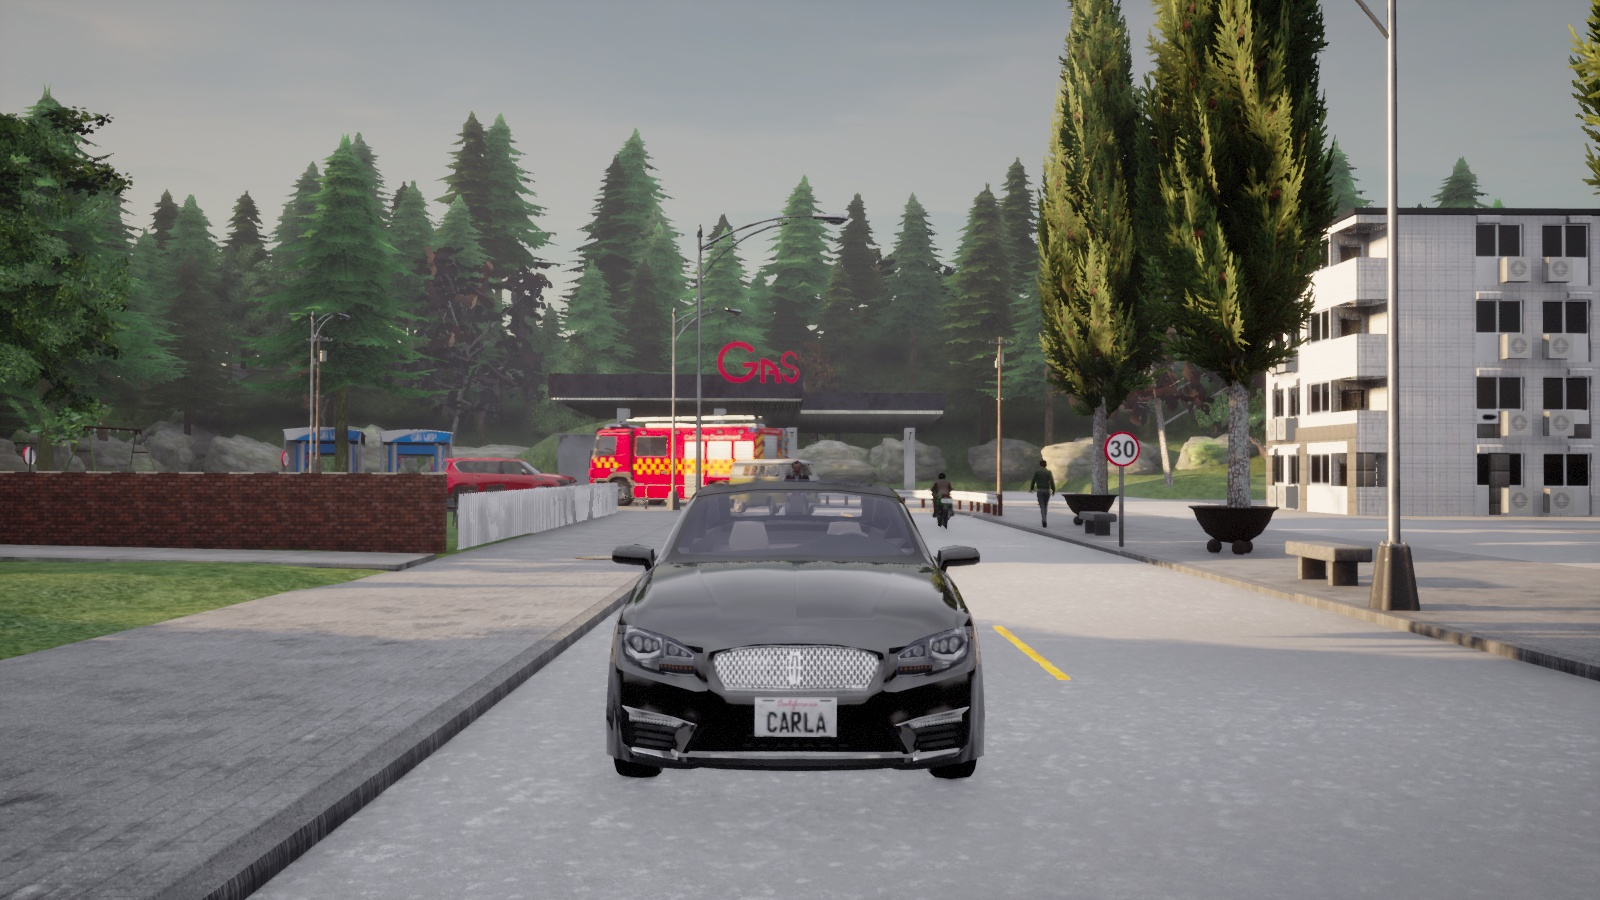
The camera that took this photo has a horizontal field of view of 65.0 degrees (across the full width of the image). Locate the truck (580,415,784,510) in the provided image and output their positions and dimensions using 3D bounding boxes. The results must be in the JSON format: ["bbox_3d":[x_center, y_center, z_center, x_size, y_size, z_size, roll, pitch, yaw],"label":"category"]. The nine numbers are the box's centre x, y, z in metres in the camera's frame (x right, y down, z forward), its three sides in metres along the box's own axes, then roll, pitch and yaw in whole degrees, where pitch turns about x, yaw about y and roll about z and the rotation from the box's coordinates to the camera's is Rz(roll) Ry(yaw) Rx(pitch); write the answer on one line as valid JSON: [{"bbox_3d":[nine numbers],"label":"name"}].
[{"bbox_3d":[-5.103,0.568,53.695,8.468,3.827,2.891,-1,-1,27],"label":"truck"}]

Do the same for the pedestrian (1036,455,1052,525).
[{"bbox_3d":[6.471,1.057,33.325,0.353,1.847,0.614,0,-1,5],"label":"pedestrian"}]

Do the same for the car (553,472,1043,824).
[{"bbox_3d":[-0.019,0.903,7.912,2.128,1.511,4.902,0,-1,0],"label":"car"}]

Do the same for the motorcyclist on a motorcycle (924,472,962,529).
[{"bbox_3d":[3.926,1.361,34.632,0.797,1.523,2.044,0,-1,0],"label":"motorcyclist on a motorcycle"}]

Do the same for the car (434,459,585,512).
[{"bbox_3d":[-11.549,1.421,50.197,5.566,2.045,2.150,0,-1,0],"label":"car"}]

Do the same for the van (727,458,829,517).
[{"bbox_3d":[-0.860,1.321,44.743,1.775,1.987,4.442,1,-1,-29],"label":"van"}]
